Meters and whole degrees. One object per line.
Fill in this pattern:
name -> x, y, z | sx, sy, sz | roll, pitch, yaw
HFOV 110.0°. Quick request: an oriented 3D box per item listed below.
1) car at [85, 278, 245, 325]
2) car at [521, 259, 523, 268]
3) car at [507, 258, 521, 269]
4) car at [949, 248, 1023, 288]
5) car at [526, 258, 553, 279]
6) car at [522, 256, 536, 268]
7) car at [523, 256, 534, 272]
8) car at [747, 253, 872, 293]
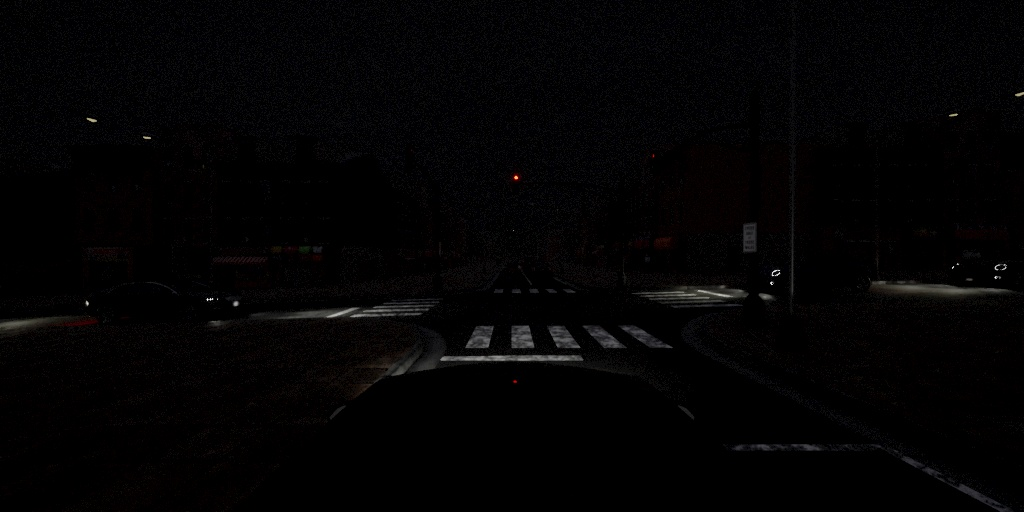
car -> -12.725, 1.591, 13.325 | 4.902, 1.511, 2.128 | -2, 0, 0
car -> 2.630, 1.127, 43.962 | 2.192, 1.841, 5.009 | 0, 0, 0
car -> 0.089, 1.347, 61.755 | 1.882, 1.535, 5.008 | 0, 0, 0
car -> 23.076, 0.434, 16.346 | 4.553, 1.767, 2.097 | -1, 0, 0
car -> 2.632, 1.225, 33.158 | 1.967, 1.591, 4.097 | 0, 0, 0
car -> 2.971, 1.107, 64.391 | 2.150, 2.045, 5.566 | 0, 0, 0
car -> 2.631, 1.113, 38.560 | 2.192, 1.841, 5.009 | 0, 0, 0
car -> 13.358, 0.686, 16.349 | 4.553, 1.767, 2.097 | -1, 0, 1
